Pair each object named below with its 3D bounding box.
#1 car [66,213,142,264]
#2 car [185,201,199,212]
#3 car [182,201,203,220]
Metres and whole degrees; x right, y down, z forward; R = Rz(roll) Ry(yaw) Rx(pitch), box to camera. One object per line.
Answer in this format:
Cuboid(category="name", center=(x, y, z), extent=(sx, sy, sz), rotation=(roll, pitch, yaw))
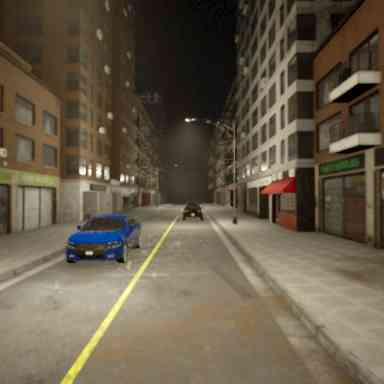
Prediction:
Cuboid(category="car", center=(-3.097, 1.597, 12.547), extent=(1.882, 1.535, 5.008), rotation=(0, -1, 0))
Cuboid(category="car", center=(0.019, 1.982, 46.295), extent=(1.882, 1.535, 5.008), rotation=(0, -1, 1))
Cuboid(category="car", center=(0.071, 1.829, 31.080), extent=(1.812, 1.442, 4.674), rotation=(0, -1, 0))
